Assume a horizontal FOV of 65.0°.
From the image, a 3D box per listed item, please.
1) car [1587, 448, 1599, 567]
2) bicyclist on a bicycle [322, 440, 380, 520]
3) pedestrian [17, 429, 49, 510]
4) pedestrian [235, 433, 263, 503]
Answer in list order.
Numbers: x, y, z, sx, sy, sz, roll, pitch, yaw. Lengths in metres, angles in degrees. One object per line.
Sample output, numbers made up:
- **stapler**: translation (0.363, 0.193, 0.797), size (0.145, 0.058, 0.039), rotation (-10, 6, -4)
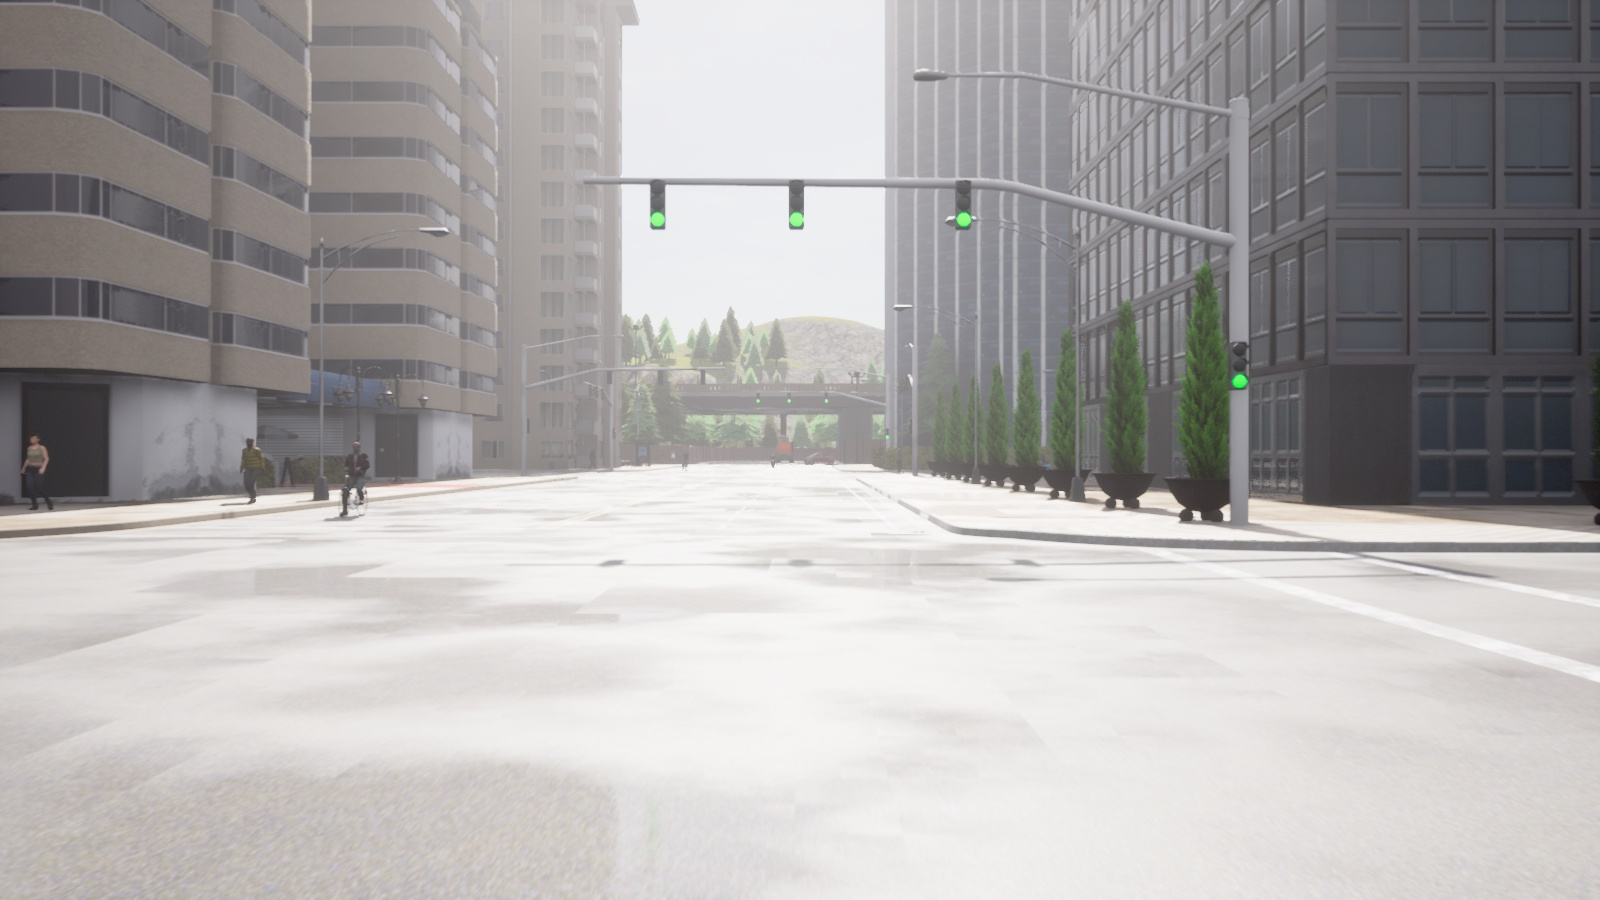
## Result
- **car**: translation (12.237, 0.755, 15.667), size (3.705, 1.549, 1.789), rotation (0, 0, 1)
- **bicyclist on a bicycle**: translation (-10.325, 0.679, 28.935), size (0.659, 1.776, 1.843), rotation (0, 0, 0)
- **pedestrian**: translation (-17.708, 0.443, 28.995), size (0.345, 1.836, 0.594), rotation (0, 0, 7)
- **pedestrian**: translation (-14.596, 0.467, 33.286), size (0.370, 1.835, 0.726), rotation (0, 0, 6)
